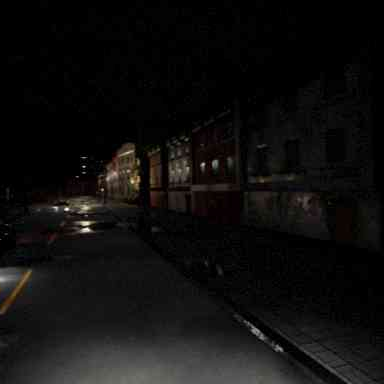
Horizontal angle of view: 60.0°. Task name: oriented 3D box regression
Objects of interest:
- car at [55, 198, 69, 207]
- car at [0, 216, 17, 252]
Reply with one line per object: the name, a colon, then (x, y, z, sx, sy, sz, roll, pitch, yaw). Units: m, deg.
car: (-20.563, 1.630, 52.670, 1.895, 1.301, 4.718, -1, 0, -17)
car: (-7.778, 1.591, 12.226, 1.812, 1.442, 4.674, -1, 0, -18)
